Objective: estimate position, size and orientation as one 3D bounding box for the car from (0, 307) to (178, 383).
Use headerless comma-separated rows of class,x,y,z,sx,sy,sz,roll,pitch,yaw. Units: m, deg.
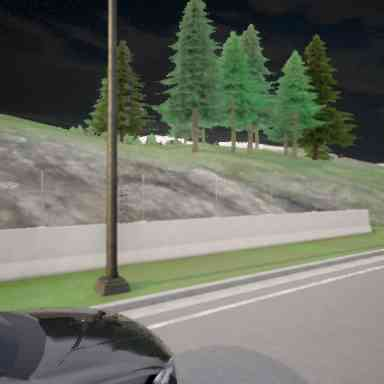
car,-2.339,1.491,2.077,4.902,1.511,2.128,0,0,-35
